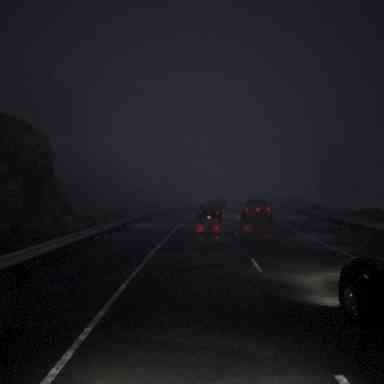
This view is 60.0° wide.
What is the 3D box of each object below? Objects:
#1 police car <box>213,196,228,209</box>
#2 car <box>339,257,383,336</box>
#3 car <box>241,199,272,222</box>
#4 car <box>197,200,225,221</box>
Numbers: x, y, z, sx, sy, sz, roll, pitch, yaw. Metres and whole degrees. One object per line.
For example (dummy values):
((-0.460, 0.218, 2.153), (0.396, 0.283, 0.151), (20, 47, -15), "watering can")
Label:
((3.701, 1.359, 44.180), (1.930, 1.638, 5.238), (0, 0, 10), "police car")
((3.695, 1.347, 4.223), (2.097, 1.767, 4.553), (0, 0, 1), "car")
((4.997, 1.314, 26.340), (2.097, 1.767, 4.553), (0, 0, 5), "car")
((1.476, 1.560, 26.615), (1.895, 1.301, 4.718), (0, 0, 6), "car")
